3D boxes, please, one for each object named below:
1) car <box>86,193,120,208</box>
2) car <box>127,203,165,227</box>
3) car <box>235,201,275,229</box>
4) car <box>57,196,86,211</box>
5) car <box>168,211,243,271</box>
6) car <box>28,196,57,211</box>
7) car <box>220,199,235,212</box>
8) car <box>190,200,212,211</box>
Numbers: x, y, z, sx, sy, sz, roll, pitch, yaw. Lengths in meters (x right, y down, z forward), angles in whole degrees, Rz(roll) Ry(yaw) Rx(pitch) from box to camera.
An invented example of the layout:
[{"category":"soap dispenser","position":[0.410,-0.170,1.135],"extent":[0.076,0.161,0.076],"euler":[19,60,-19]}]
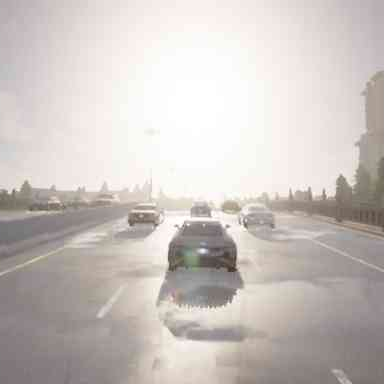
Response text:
[{"category":"car","position":[-9.652,1.164,37.557],"extent":[2.150,2.045,5.566],"euler":[0,-2,1]},{"category":"car","position":[-2.914,1.451,21.989],"extent":[2.033,1.411,5.357],"euler":[0,0,1]},{"category":"car","position":[4.074,1.477,21.410],"extent":[1.812,1.442,4.674],"euler":[0,0,1]},{"category":"car","position":[-13.142,1.242,37.954],"extent":[1.837,1.490,4.892],"euler":[0,-2,1]},{"category":"car","position":[0.327,1.528,10.827],"extent":[1.994,1.385,4.181],"euler":[0,0,1]},{"category":"car","position":[-16.647,1.265,37.874],"extent":[2.097,1.767,4.553],"euler":[0,-2,1]},{"category":"car","position":[4.518,1.640,40.432],"extent":[1.882,1.535,5.008],"euler":[0,-2,1]},{"category":"car","position":[0.785,1.433,29.856],"extent":[1.812,1.442,4.674],"euler":[0,0,1]}]
